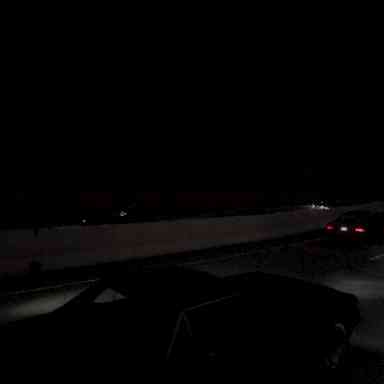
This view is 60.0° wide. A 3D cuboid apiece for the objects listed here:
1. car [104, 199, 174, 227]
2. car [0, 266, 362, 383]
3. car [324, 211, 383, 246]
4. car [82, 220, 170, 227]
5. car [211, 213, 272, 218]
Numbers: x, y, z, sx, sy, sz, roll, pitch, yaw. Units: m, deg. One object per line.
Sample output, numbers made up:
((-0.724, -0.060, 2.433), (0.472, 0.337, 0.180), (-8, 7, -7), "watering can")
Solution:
((-3.738, 1.419, 23.951), (4.553, 1.767, 2.097), (0, 0, -44), "car")
((0.043, 1.612, 3.957), (4.718, 1.301, 1.895), (0, 0, -37), "car")
((8.075, 1.580, 15.548), (5.357, 1.411, 2.033), (0, 0, -45), "car")
((-3.827, 1.655, 19.075), (4.718, 1.301, 1.895), (0, 0, -41), "car")
((3.008, 1.599, 20.644), (5.357, 1.411, 2.033), (0, 0, -45), "car")
